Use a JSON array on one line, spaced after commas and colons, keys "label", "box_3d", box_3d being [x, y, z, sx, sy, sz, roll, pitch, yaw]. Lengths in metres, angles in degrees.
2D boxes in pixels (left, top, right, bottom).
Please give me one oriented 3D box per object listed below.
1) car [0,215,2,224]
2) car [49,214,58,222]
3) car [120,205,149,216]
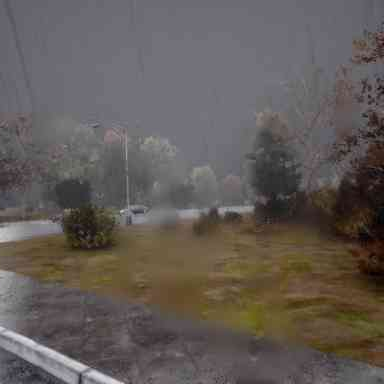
[{"label": "car", "box_3d": [-18.914, 2.441, 28.352, 1.837, 1.490, 4.892, -3, -2, 35]}, {"label": "car", "box_3d": [-13.473, 2.519, 36.664, 1.994, 1.385, 4.181, -3, -2, 32]}, {"label": "car", "box_3d": [-7.919, 2.493, 45.408, 2.128, 1.511, 4.902, -3, -2, 32]}]
